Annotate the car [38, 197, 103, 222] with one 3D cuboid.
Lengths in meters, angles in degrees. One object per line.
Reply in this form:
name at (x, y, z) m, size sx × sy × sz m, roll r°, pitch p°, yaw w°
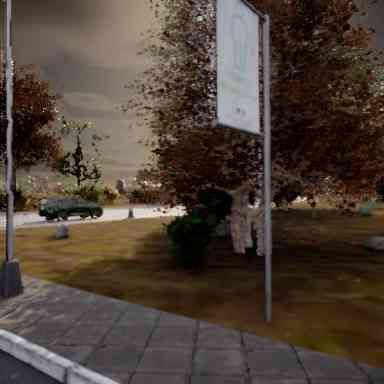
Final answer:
car at (-10.606, 1.455, 29.423) m, size 2.150 × 2.045 × 5.566 m, roll -1°, pitch 0°, yaw 39°
